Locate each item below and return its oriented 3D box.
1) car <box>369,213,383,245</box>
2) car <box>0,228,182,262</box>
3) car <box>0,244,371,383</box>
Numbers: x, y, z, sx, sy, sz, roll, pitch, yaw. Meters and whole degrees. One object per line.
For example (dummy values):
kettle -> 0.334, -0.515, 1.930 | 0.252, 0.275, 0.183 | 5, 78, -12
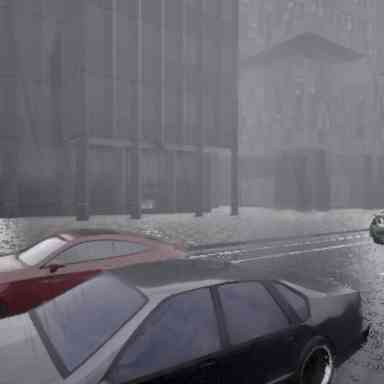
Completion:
car -> 10.076, 1.269, 14.520 | 5.566, 2.045, 2.150 | 1, 0, -34
car -> -2.122, 1.434, 6.168 | 4.674, 1.442, 1.812 | 1, 0, -34
car -> -0.261, 1.508, 3.503 | 5.357, 1.411, 2.033 | 1, 1, -34
